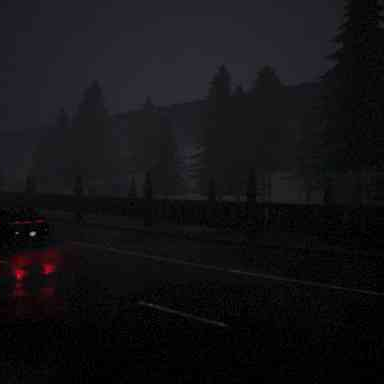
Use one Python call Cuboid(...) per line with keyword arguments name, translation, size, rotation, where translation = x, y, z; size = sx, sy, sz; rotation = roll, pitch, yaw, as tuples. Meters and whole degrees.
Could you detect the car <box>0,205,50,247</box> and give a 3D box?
Cuboid(name="car", translation=(-7.889, 1.276, 13.815), size=(4.902, 1.511, 2.128), rotation=(2, 1, 36))
